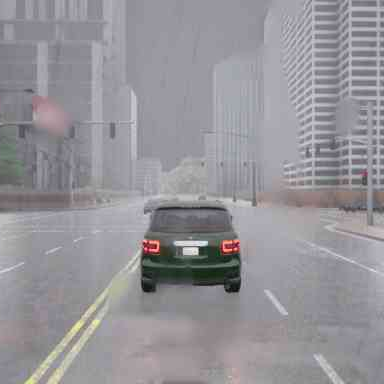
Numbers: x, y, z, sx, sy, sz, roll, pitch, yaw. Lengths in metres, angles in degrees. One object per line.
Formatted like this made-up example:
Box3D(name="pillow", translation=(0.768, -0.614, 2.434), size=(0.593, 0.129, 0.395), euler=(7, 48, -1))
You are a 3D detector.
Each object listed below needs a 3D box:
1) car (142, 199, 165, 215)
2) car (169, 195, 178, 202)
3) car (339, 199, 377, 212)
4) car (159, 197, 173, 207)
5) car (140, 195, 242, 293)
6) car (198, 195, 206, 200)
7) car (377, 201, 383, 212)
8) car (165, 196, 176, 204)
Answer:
Box3D(name="car", translation=(-3.884, 1.504, 34.485), size=(1.837, 1.490, 4.892), euler=(0, 0, 0))
Box3D(name="car", translation=(-4.137, 1.478, 75.516), size=(1.882, 1.535, 5.008), euler=(0, 0, 0))
Box3D(name="car", translation=(19.464, 1.547, 37.382), size=(5.357, 1.411, 2.033), euler=(0, 0, -1))
Box3D(name="car", translation=(-4.030, 1.525, 52.368), size=(1.812, 1.442, 4.674), euler=(0, 0, 0))
Box3D(name="car", translation=(-0.021, 1.221, 9.015), size=(2.150, 2.045, 5.566), euler=(0, 0, 0))
Box3D(name="car", translation=(2.733, 1.500, 90.625), size=(1.837, 1.490, 4.892), euler=(0, 0, 0))
Box3D(name="car", translation=(22.133, 1.477, 33.917), size=(5.008, 1.535, 1.882), euler=(0, 0, -1))
Box3D(name="car", translation=(-4.089, 1.477, 64.474), size=(1.882, 1.535, 5.008), euler=(0, 0, 0))
